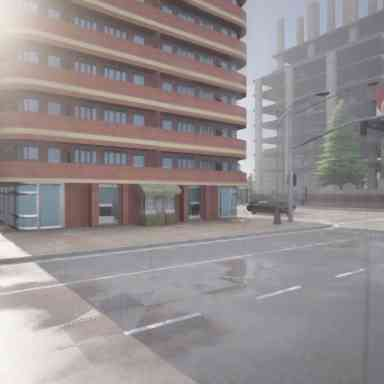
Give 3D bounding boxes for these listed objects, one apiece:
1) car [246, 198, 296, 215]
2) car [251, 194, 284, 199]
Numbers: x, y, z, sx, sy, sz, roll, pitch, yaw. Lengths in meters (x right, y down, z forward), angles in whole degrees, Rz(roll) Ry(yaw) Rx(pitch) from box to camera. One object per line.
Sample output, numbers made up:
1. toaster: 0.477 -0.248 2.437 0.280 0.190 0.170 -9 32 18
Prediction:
1. car: 7.662 1.597 32.699 1.895 1.301 4.718 0 0 -36
2. car: 8.819 1.218 37.042 2.150 2.045 5.566 0 0 -36
